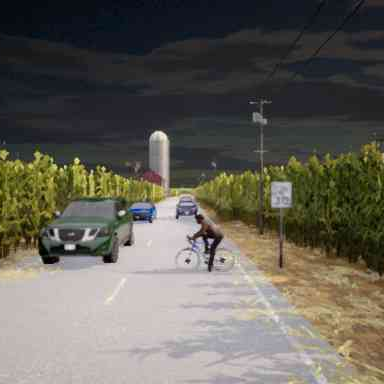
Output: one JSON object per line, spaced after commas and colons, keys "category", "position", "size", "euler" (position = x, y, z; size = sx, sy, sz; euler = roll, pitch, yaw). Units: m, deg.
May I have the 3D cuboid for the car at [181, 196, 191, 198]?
{"category": "car", "position": [-0.779, 1.337, 45.988], "size": [2.097, 1.767, 4.553], "euler": [0, 0, 0]}

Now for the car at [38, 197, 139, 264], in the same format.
{"category": "car", "position": [-3.513, 1.219, 12.169], "size": [2.150, 2.045, 5.566], "euler": [0, 0, -1]}

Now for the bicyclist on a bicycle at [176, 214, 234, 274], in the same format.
{"category": "bicyclist on a bicycle", "position": [0.366, 1.453, 9.312], "size": [1.656, 1.620, 0.582], "euler": [0, 0, -1]}

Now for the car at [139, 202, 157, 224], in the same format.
{"category": "car", "position": [-3.751, 1.469, 25.144], "size": [1.882, 1.535, 5.008], "euler": [0, 0, -1]}

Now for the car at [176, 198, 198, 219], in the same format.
{"category": "car", "position": [-0.445, 1.516, 29.331], "size": [1.812, 1.442, 4.674], "euler": [0, 0, -1]}
